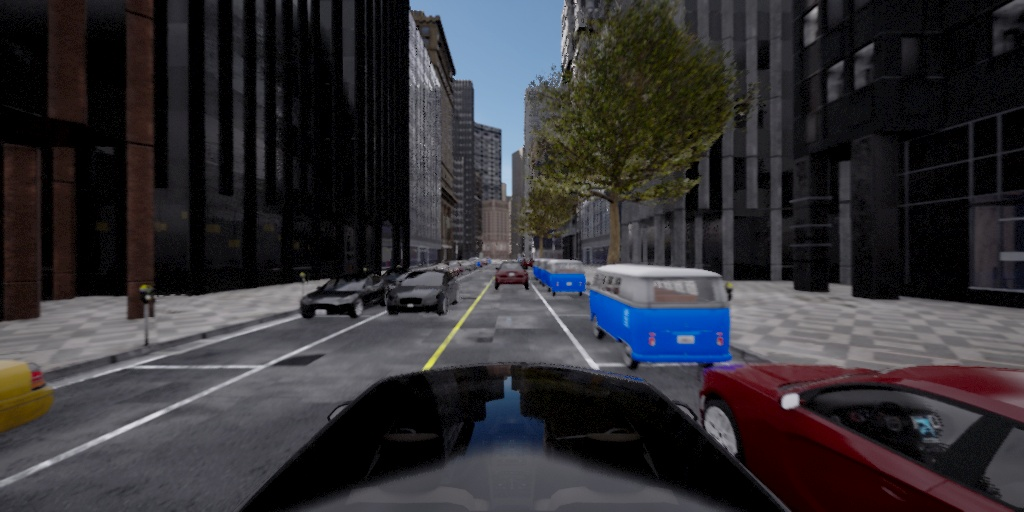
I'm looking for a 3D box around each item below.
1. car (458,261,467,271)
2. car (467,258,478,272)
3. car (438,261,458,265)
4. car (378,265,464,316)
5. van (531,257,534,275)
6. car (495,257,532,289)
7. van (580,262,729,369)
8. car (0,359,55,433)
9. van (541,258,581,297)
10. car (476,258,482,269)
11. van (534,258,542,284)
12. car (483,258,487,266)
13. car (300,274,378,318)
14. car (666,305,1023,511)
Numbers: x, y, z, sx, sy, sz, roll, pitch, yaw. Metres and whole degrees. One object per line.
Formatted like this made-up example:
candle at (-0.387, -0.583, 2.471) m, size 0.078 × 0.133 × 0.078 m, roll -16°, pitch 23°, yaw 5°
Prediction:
car at (-5.931, 1.229, 35.553) m, size 1.967 × 1.591 × 4.097 m, roll 0°, pitch 0°, yaw 0°
car at (-5.989, 1.349, 46.790) m, size 2.007 × 1.370 × 4.403 m, roll 0°, pitch 0°, yaw 0°
car at (-5.902, 1.310, 29.764) m, size 1.751 × 1.417 × 4.829 m, roll 0°, pitch 0°, yaw 0°
car at (-3.148, 1.270, 13.508) m, size 1.837 × 1.490 × 4.892 m, roll 0°, pitch 0°, yaw 0°
van at (2.623, 1.097, 29.984) m, size 1.690 × 1.789 × 3.998 m, roll 0°, pitch 0°, yaw 0°
car at (-0.020, 1.112, 23.435) m, size 2.097 × 1.767 × 4.553 m, roll 0°, pitch 0°, yaw 0°
van at (2.738, 1.084, 7.511) m, size 1.690 × 1.789 × 3.998 m, roll 0°, pitch 0°, yaw 0°
car at (-5.758, 1.295, 1.671) m, size 1.751 × 1.417 × 4.829 m, roll 0°, pitch 0°, yaw 0°
van at (2.680, 1.090, 18.747) m, size 1.690 × 1.789 × 3.998 m, roll 0°, pitch 0°, yaw 0°
car at (-6.017, 1.355, 52.408) m, size 2.007 × 1.370 × 4.403 m, roll 0°, pitch 0°, yaw 0°
van at (2.651, 1.093, 24.366) m, size 1.690 × 1.789 × 3.998 m, roll 0°, pitch 0°, yaw 0°
car at (-6.075, 1.361, 63.646) m, size 1.888 × 1.381 × 4.507 m, roll 0°, pitch 0°, yaw 0°
car at (-5.816, 1.340, 13.078) m, size 1.948 × 1.339 × 4.313 m, roll 0°, pitch 0°, yaw 0°
car at (2.766, 1.286, 1.893) m, size 1.888 × 1.381 × 4.507 m, roll 0°, pitch 0°, yaw 0°
